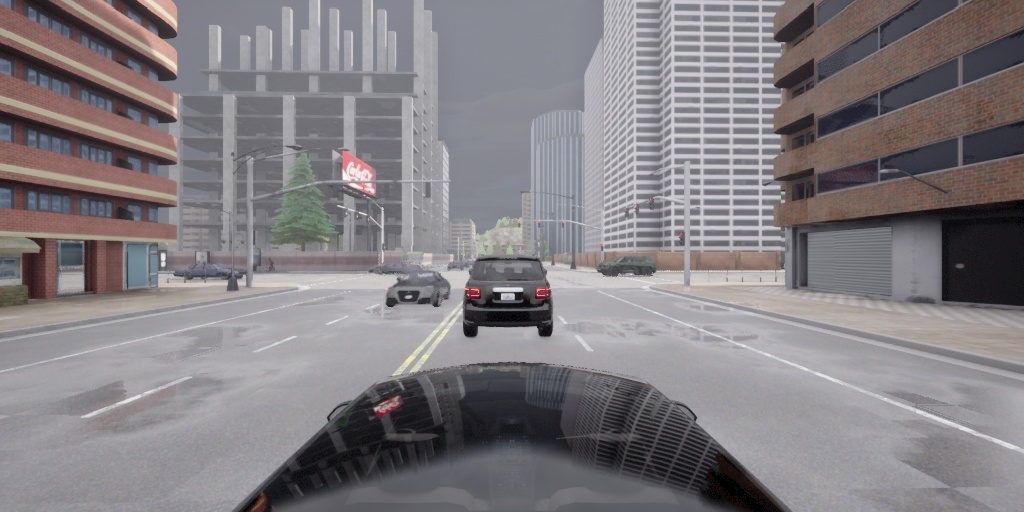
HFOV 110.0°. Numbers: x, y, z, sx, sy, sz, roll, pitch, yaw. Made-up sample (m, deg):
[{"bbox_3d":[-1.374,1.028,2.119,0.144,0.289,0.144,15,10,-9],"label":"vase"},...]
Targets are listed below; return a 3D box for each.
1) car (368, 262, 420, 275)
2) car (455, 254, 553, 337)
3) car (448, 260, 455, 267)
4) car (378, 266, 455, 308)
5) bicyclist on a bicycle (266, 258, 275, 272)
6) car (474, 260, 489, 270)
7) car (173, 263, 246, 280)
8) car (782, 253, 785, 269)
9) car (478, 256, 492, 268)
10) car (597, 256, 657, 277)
[{"bbox_3d":[-12.407,1.297,38.199,5.357,1.411,2.033,0,0,-1],"label":"car"},{"bbox_3d":[-0.114,0.971,10.431,2.150,2.045,5.566,0,0,-1],"label":"car"},{"bbox_3d":[-8.077,1.314,52.203,1.994,1.385,4.181,0,0,-1],"label":"car"},{"bbox_3d":[-3.811,1.314,15.140,1.994,1.385,4.181,0,0,-1],"label":"car"},{"bbox_3d":[-28.675,1.051,42.574,0.582,1.620,1.656,0,0,-1],"label":"bicyclist on a bicycle"},{"bbox_3d":[-4.625,1.351,54.738,1.895,1.301,4.718,0,0,-1],"label":"car"},{"bbox_3d":[-25.603,1.297,30.664,5.357,1.411,2.033,0,0,-1],"label":"car"},{"bbox_3d":[30.766,0.973,35.772,5.566,2.045,2.150,0,0,-1],"label":"car"},{"bbox_3d":[-4.785,0.971,64.778,2.150,2.045,5.566,0,0,-1],"label":"car"},{"bbox_3d":[11.197,0.972,34.997,5.566,2.045,2.150,0,0,-6],"label":"car"}]
